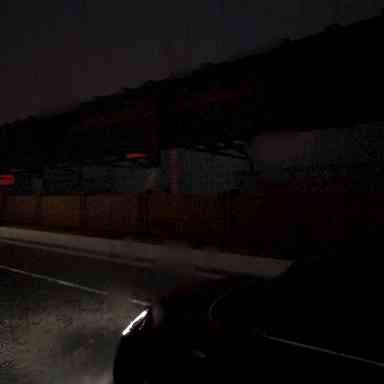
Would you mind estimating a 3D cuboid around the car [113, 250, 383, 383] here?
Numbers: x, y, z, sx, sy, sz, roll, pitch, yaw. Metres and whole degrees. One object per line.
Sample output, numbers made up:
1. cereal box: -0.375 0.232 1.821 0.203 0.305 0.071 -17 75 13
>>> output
1. car: 1.394 1.354 2.997 4.553 1.767 2.097 0 0 35
